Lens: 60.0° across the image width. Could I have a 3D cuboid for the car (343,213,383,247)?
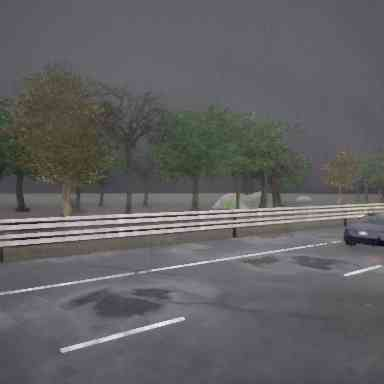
[{"bbox_3d":[8.269,1.573,14.067,4.181,1.385,1.994,0,0,-35],"label":"car"}]
